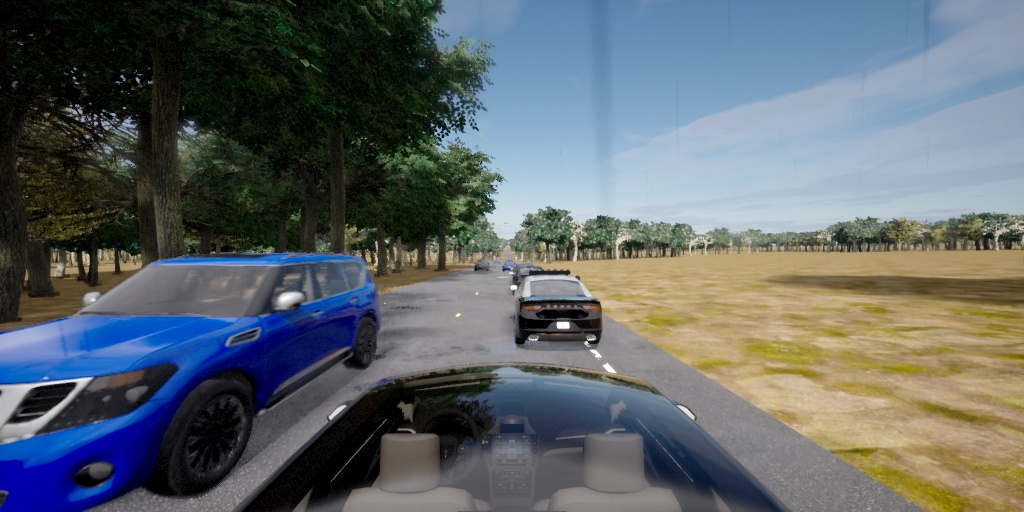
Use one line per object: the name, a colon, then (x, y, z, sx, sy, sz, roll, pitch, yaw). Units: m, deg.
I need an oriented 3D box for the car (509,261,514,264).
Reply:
car: (0.893, 1.279, 25.596, 1.812, 1.442, 4.674, 0, 0, 0)

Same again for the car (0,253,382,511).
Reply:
car: (-3.620, 0.970, 4.859, 2.150, 2.045, 5.566, 0, 0, 0)

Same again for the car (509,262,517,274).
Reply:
car: (0.932, 1.256, 19.593, 1.837, 1.490, 4.892, 0, 0, 0)

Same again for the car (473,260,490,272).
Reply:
car: (-3.895, 1.286, 46.591, 1.837, 1.490, 4.892, 0, 0, 0)

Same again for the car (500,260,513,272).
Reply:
car: (-0.273, 1.347, 47.289, 1.994, 1.385, 4.181, 0, 0, 0)

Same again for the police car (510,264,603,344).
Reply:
police car: (0.998, 1.173, 9.701, 1.930, 1.638, 5.238, 0, 0, 0)
